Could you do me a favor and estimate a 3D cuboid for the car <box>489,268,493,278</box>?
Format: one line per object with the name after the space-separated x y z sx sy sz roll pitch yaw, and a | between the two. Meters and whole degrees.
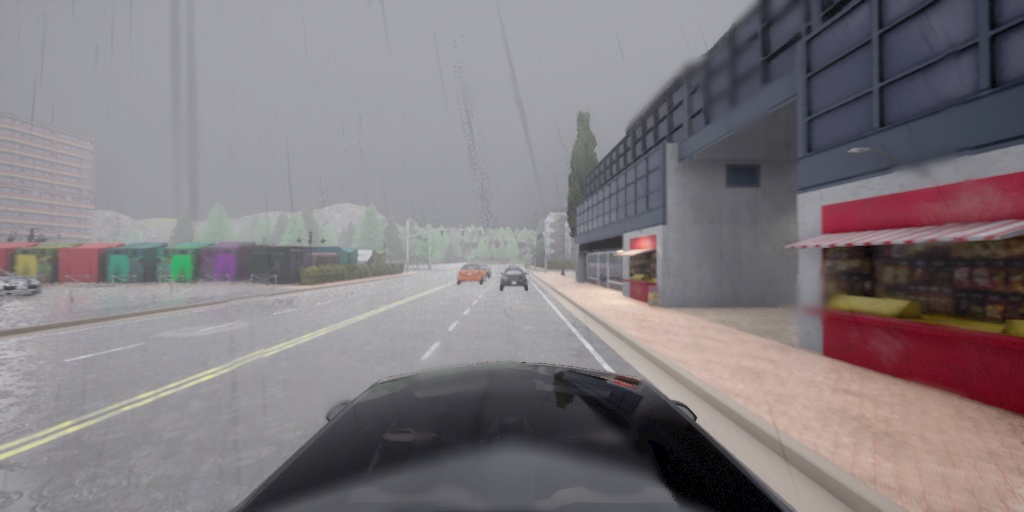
-3.377 1.759 41.306 1.812 1.442 4.674 0 -1 0 | car

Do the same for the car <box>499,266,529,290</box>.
0.128 1.562 25.131 1.812 1.442 4.674 0 -1 0 | car

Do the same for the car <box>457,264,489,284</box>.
-3.378 1.457 30.894 2.097 1.767 4.553 0 -1 0 | car
